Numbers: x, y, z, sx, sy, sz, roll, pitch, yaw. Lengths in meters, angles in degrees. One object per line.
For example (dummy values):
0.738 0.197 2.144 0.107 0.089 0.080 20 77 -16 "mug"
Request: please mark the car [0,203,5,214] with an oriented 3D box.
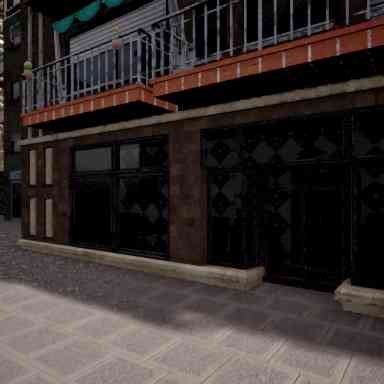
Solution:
-19.409 1.320 30.057 1.967 1.590 4.097 0 1 36 "car"
